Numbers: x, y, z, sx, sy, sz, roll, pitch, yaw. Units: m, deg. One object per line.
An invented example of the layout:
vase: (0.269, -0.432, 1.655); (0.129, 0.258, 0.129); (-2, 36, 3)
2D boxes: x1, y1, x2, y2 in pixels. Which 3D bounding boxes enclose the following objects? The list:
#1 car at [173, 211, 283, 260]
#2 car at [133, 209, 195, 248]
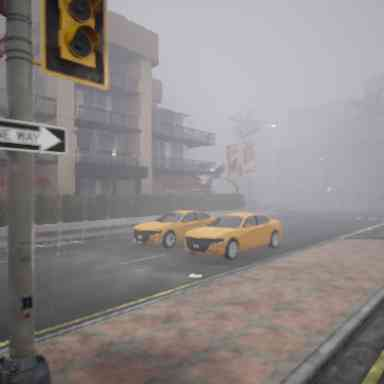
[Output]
car: (1.785, 1.567, 13.189); (1.882, 1.535, 5.008); (-1, -1, 41)
car: (-0.533, 1.616, 15.852); (1.882, 1.535, 5.008); (-1, -1, 41)
